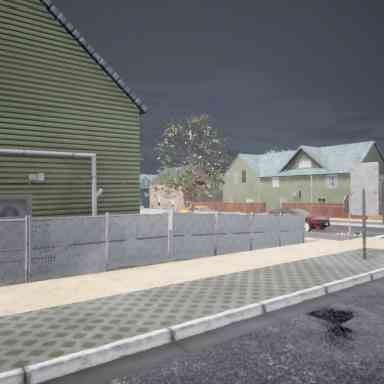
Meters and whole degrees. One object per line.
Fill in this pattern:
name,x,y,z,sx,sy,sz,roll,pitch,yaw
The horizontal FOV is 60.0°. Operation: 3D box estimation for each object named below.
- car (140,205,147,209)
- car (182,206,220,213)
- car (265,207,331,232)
car,-6.859,2.417,42.232,1.812,1.442,4.674,-1,-1,-35
car,0.927,2.052,31.320,1.882,1.535,5.008,-1,-1,-36
car,6.970,1.806,22.857,1.882,1.535,5.008,-1,-1,-36
